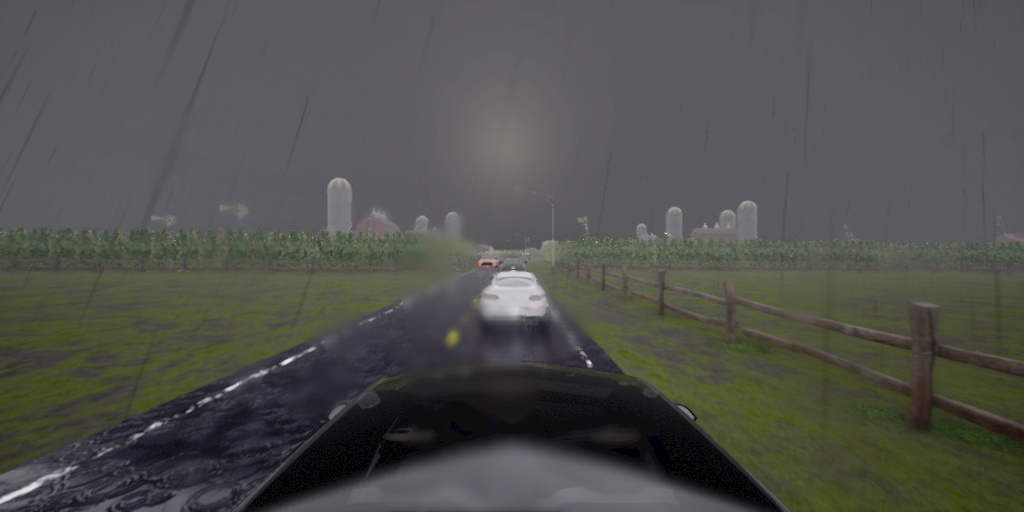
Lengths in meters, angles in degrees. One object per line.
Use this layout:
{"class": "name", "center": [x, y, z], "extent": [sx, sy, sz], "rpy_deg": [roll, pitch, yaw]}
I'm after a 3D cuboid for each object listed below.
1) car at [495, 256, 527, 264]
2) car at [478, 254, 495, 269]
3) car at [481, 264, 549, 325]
{"class": "car", "center": [0.077, 0.784, 27.155], "extent": [2.097, 1.767, 4.553], "rpy_deg": [0, 1, 0]}
{"class": "car", "center": [-2.848, 0.600, 42.893], "extent": [2.097, 1.767, 4.553], "rpy_deg": [0, 1, 0]}
{"class": "car", "center": [0.080, 1.154, 11.164], "extent": [1.812, 1.442, 4.674], "rpy_deg": [0, 1, 0]}
